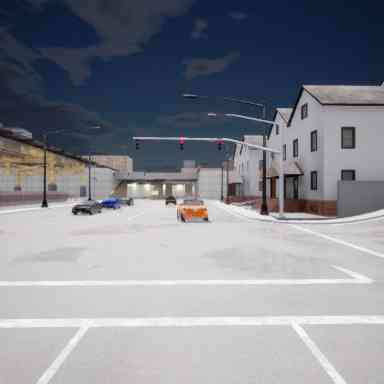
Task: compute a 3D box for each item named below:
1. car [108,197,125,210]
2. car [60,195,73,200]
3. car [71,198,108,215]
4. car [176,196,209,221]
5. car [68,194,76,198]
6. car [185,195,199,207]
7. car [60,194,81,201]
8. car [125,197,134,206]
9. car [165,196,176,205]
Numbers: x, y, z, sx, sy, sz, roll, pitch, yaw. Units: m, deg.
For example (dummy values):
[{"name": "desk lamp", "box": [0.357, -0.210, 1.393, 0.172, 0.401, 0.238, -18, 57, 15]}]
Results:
[{"name": "car", "box": [-10.703, 1.478, 44.068, 1.882, 1.535, 5.008, 0, 0, 0]}, {"name": "car", "box": [-31.915, 1.295, 84.273, 1.853, 1.218, 4.536, 0, 0, -37]}, {"name": "car", "box": [-10.683, 1.547, 34.345, 2.033, 1.411, 5.357, 0, 0, 0]}, {"name": "car", "box": [0.047, 1.357, 27.031, 2.097, 1.767, 4.553, 0, 0, -6]}, {"name": "car", "box": [-31.884, 1.452, 84.231, 2.038, 1.542, 4.974, 0, 0, -37]}, {"name": "car", "box": [-0.026, 1.353, 51.359, 2.097, 1.767, 4.553, 0, 0, 0]}, {"name": "car", "box": [-32.686, 1.452, 89.596, 2.038, 1.542, 4.974, 0, 0, 28]}, {"name": "car", "box": [-10.718, 1.526, 54.343, 1.812, 1.442, 4.674, 0, 0, 0]}, {"name": "car", "box": [-3.641, 1.505, 58.578, 1.837, 1.490, 4.892, 0, 0, 0]}]
